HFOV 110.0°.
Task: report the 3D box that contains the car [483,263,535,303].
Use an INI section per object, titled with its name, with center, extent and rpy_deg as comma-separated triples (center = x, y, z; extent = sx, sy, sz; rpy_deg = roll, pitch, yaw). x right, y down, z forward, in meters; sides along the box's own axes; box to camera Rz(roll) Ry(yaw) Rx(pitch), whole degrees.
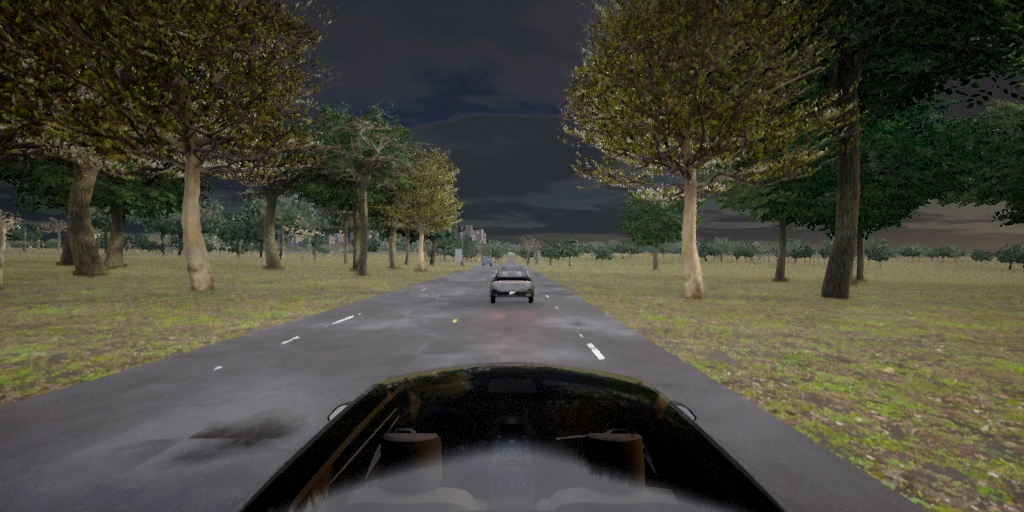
[car]
center = 0.000, 1.246, 16.501
extent = 2.128, 1.511, 4.902
rpy_deg = 0, 0, 0
